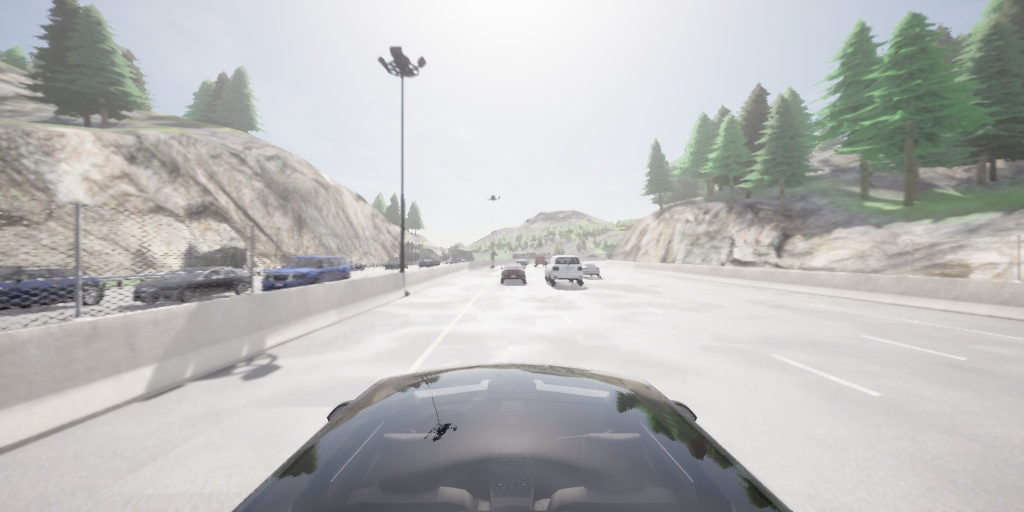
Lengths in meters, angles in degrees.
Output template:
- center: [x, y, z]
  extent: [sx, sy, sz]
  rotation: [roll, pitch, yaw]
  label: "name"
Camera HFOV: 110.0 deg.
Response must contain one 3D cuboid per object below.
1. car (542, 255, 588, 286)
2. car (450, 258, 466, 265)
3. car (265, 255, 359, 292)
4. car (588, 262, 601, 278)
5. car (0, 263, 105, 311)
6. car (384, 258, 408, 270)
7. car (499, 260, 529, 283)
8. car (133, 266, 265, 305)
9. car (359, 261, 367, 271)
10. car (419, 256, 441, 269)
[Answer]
- center: [3.604, 0.971, 25.537]
  extent: [2.150, 2.045, 5.566]
  rotation: [0, 0, 0]
  label: "car"
- center: [-9.301, 1.118, 61.382]
  extent: [2.097, 1.767, 4.553]
  rotation: [0, 0, 7]
  label: "car"
- center: [-10.586, 0.971, 19.090]
  extent: [2.150, 2.045, 5.566]
  rotation: [0, 0, 0]
  label: "car"
- center: [7.106, 1.274, 34.096]
  extent: [1.812, 1.442, 4.674]
  rotation: [0, 0, 0]
  label: "car"
- center: [-17.590, 1.102, 12.551]
  extent: [2.097, 1.767, 4.553]
  rotation: [0, 0, 0]
  label: "car"
- center: [-17.075, 1.099, 52.894]
  extent: [2.097, 1.767, 4.553]
  rotation: [0, 0, 4]
  label: "car"
- center: [0.103, 1.274, 27.486]
  extent: [1.812, 1.442, 4.674]
  rotation: [0, 0, 0]
  label: "car"
- center: [-14.085, 1.240, 16.230]
  extent: [2.128, 1.511, 4.902]
  rotation: [0, 0, 0]
  label: "car"
- center: [-20.879, 1.348, 46.892]
  extent: [1.895, 1.301, 4.718]
  rotation: [0, 0, 2]
  label: "car"
- center: [-13.184, 0.987, 57.886]
  extent: [2.150, 2.045, 5.566]
  rotation: [0, 0, 6]
  label: "car"
